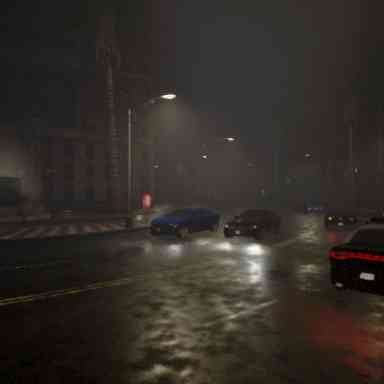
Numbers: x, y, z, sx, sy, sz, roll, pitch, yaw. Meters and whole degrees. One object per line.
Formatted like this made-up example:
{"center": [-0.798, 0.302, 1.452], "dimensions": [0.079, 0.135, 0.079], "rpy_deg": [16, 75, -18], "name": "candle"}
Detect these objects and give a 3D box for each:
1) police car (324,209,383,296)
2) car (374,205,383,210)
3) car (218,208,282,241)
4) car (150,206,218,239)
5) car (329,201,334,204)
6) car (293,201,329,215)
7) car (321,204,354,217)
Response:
{"center": [5.198, 1.464, 8.422], "dimensions": [1.930, 1.638, 5.238], "rpy_deg": [0, 0, 43], "name": "police car"}
{"center": [13.558, 1.592, 22.370], "dimensions": [2.128, 1.511, 4.902], "rpy_deg": [0, 0, 19], "name": "car"}
{"center": [3.358, 1.614, 17.465], "dimensions": [1.812, 1.442, 4.674], "rpy_deg": [0, 0, 32], "name": "car"}
{"center": [-0.244, 1.576, 18.353], "dimensions": [1.882, 1.535, 5.008], "rpy_deg": [0, 0, 34], "name": "car"}
{"center": [15.881, 1.753, 40.103], "dimensions": [1.994, 1.385, 4.181], "rpy_deg": [0, 0, -3], "name": "car"}
{"center": [12.502, 1.719, 35.915], "dimensions": [2.033, 1.411, 5.357], "rpy_deg": [0, 0, 2], "name": "car"}
{"center": [10.037, 1.707, 22.734], "dimensions": [1.895, 1.301, 4.718], "rpy_deg": [0, 0, 21], "name": "car"}
